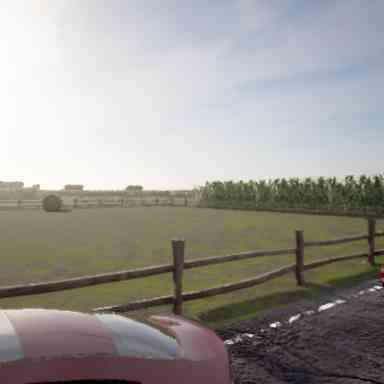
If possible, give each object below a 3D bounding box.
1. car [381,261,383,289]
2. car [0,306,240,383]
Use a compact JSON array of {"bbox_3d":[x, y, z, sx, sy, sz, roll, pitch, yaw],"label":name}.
[{"bbox_3d":[6.286,1.526,7.709,5.008,1.535,1.882,0,-1,-36],"label":"car"},{"bbox_3d":[-1.695,1.549,1.770,4.674,1.442,1.812,0,-1,-37],"label":"car"}]
